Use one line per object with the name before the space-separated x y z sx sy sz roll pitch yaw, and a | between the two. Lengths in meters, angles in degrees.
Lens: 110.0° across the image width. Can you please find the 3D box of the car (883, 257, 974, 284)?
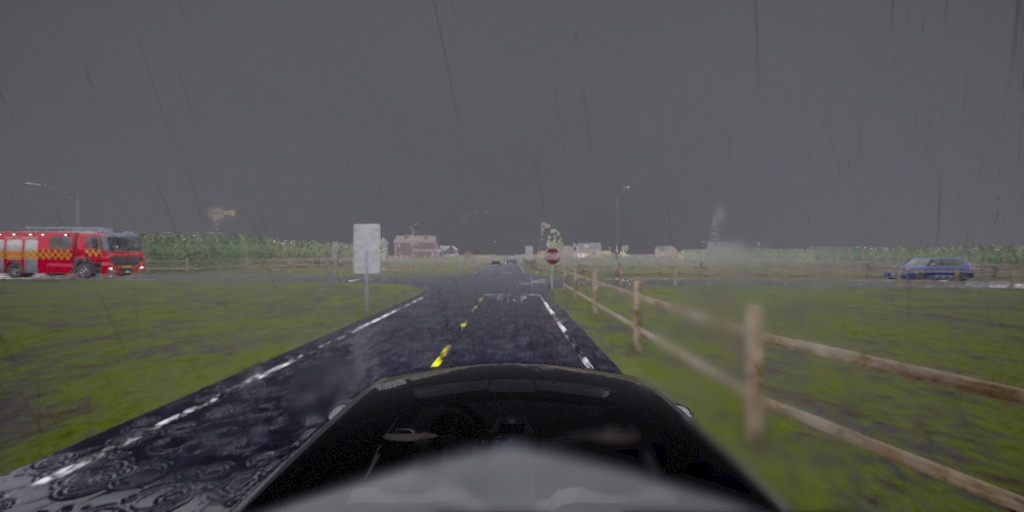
car | 33.754 1.132 29.140 5.566 2.045 2.150 0 0 1

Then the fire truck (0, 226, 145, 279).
fire truck | -33.040 -0.283 26.922 8.468 3.827 2.891 1 0 1

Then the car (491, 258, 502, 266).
car | -2.759 1.040 63.395 1.895 1.301 4.718 0 0 0
